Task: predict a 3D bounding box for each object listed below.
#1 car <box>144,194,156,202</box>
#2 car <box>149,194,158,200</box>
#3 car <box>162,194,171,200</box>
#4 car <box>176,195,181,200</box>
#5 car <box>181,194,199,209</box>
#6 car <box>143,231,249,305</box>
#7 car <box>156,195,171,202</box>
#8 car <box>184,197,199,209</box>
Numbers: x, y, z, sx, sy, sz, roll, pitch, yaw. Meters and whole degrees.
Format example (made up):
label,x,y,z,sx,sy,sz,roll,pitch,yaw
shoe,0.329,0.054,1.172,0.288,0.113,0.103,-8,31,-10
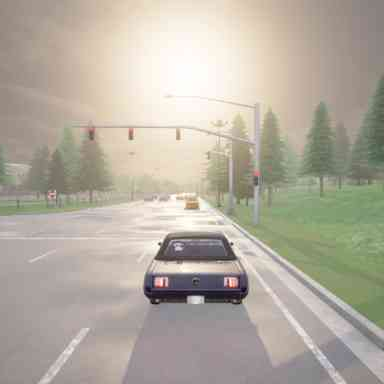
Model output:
label,x,y,z,sx,sy,sz,roll,pitch,yaw
car,-10.396,1.561,80.350,2.033,1.411,5.357,0,0,0
car,-10.383,1.366,90.770,1.837,1.490,4.892,0,0,0
car,-6.883,1.406,90.765,2.033,1.411,5.357,0,0,0
car,-3.382,1.586,91.174,1.994,1.385,4.181,0,0,0
car,-0.085,1.110,46.195,1.882,1.535,5.008,-3,16,-4
car,0.089,1.604,8.048,1.895,1.301,4.718,0,0,0
car,-6.896,1.561,80.345,2.033,1.411,5.357,0,0,0
car,-0.022,1.595,49.716,2.033,1.411,5.357,-1,1,1
